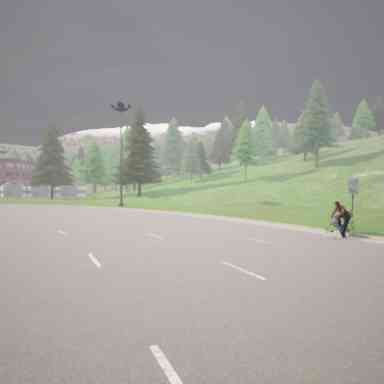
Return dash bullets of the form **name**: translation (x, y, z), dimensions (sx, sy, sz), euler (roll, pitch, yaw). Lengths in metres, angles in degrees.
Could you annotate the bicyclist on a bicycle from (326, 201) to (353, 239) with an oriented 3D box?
- **bicyclist on a bicycle**: translation (6.471, 1.235, 14.555), dimensions (1.656, 1.620, 0.582), euler (0, 0, -25)
